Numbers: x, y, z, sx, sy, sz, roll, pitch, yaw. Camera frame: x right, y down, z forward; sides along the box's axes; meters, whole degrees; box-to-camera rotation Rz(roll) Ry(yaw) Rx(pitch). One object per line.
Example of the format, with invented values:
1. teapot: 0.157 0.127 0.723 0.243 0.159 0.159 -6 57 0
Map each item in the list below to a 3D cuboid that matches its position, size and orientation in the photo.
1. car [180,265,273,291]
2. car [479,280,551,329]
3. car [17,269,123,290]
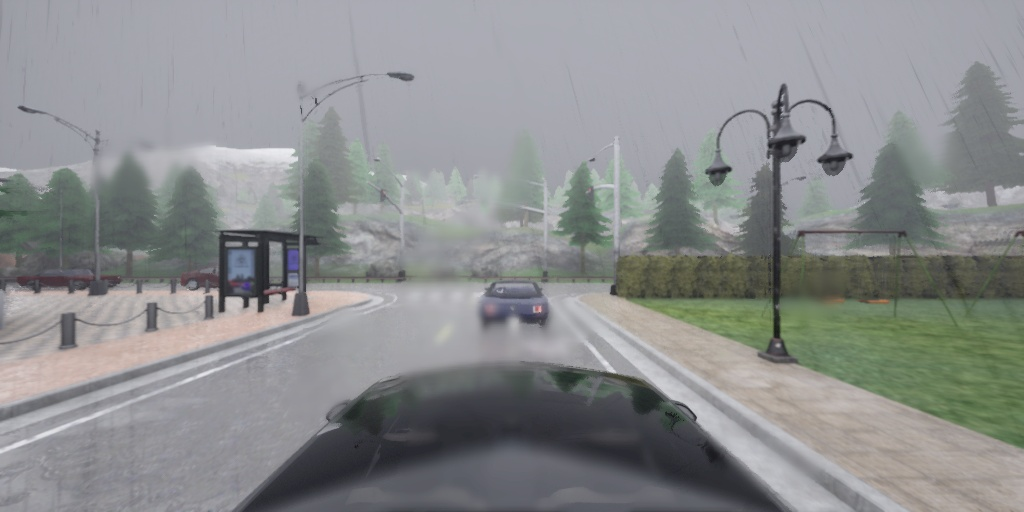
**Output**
1. car: -17.782 1.334 22.502 5.008 1.535 1.882 0 0 0
2. car: 0.086 1.394 11.381 1.895 1.301 4.718 0 0 0
3. car: -27.668 1.457 22.584 4.718 1.301 1.895 0 0 1
